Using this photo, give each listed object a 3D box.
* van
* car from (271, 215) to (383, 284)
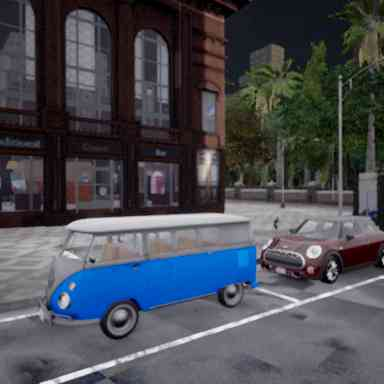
[{"bbox_3d":[-0.574,1.335,6.259,3.998,1.788,1.690,0,0,-36],"label":"van"},{"bbox_3d":[3.822,1.422,9.440,4.097,1.590,1.967,0,0,-36],"label":"car"}]
